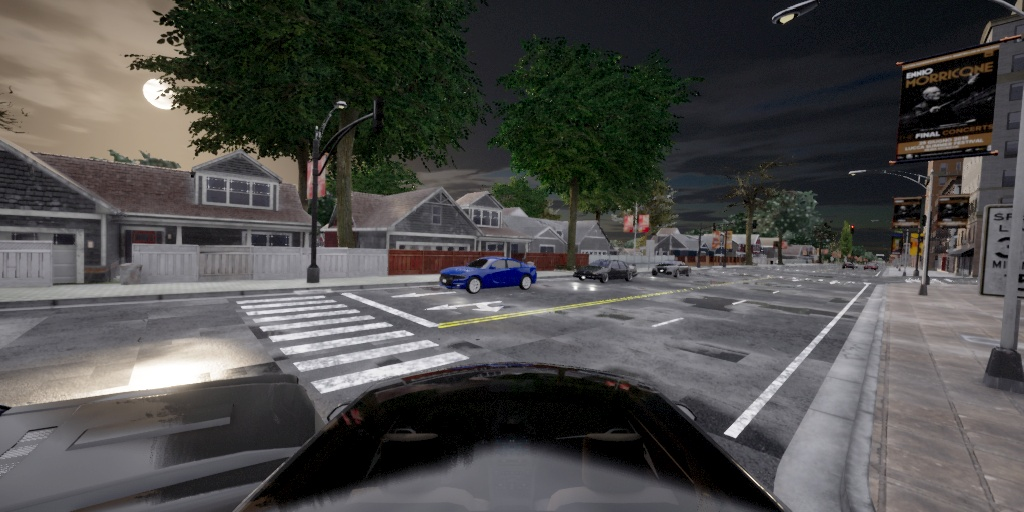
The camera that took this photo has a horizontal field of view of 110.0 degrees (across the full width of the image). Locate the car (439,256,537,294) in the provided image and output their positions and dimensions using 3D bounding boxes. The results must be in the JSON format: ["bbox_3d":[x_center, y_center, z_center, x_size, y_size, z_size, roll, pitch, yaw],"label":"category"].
[{"bbox_3d":[-0.980,0.776,16.567,5.008,1.535,1.882,1,3,-43],"label":"car"}]

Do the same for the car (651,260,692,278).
[{"bbox_3d":[13.510,1.024,30.276,4.181,1.385,1.994,1,2,-44],"label":"car"}]

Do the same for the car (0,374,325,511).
[{"bbox_3d":[-3.317,1.273,1.403,4.718,1.301,1.895,1,2,-33],"label":"car"}]

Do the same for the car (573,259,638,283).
[{"bbox_3d":[6.249,0.925,23.421,5.357,1.411,2.033,1,2,-43],"label":"car"}]
